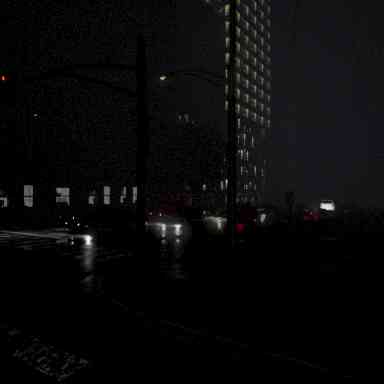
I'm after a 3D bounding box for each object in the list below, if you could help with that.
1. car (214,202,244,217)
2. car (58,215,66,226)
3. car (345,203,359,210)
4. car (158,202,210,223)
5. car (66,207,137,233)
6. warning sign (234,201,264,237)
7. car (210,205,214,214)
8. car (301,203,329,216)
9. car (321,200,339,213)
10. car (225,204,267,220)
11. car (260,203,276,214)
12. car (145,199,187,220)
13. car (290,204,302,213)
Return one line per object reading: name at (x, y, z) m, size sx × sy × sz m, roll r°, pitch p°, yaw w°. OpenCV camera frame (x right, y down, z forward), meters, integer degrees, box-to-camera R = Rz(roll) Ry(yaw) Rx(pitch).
car at (4.824, 1.998, 38.579) m, size 2.097 × 1.767 × 4.553 m, roll 0°, pitch -1°, yaw 33°
car at (-7.652, 1.921, 25.239) m, size 1.895 × 1.301 × 4.718 m, roll 0°, pitch -1°, yaw 33°
car at (31.513, 2.837, 65.705) m, size 1.812 × 1.442 × 4.674 m, roll 0°, pitch -1°, yaw 33°
car at (-0.580, 1.972, 30.210) m, size 1.837 × 1.490 × 4.892 m, roll 0°, pitch -1°, yaw 33°
car at (-5.635, 1.805, 22.374) m, size 1.837 × 1.490 × 4.892 m, roll 0°, pitch -1°, yaw 33°
warning sign at (3.156, 1.454, 18.534) m, size 1.300 × 1.860 × 1.060 m, roll 1°, pitch 1°, yaw 33°
car at (3.169, 2.278, 42.004) m, size 1.895 × 1.301 × 4.718 m, roll 0°, pitch -1°, yaw 33°
car at (16.535, 2.456, 44.487) m, size 1.895 × 1.301 × 4.718 m, roll 0°, pitch -1°, yaw 33°
car at (21.950, 2.254, 52.973) m, size 2.150 × 2.045 × 5.566 m, roll 0°, pitch -1°, yaw 33°
car at (5.454, 2.175, 33.198) m, size 1.895 × 1.301 × 4.718 m, roll 0°, pitch -1°, yaw 33°
car at (10.350, 2.318, 47.086) m, size 2.128 × 1.511 × 4.902 m, roll 0°, pitch -1°, yaw 33°
car at (-2.357, 1.717, 33.451) m, size 2.150 × 2.045 × 5.566 m, roll 0°, pitch -1°, yaw 33°
car at (15.928, 2.468, 49.501) m, size 2.033 × 1.411 × 5.357 m, roll 0°, pitch -1°, yaw 33°
